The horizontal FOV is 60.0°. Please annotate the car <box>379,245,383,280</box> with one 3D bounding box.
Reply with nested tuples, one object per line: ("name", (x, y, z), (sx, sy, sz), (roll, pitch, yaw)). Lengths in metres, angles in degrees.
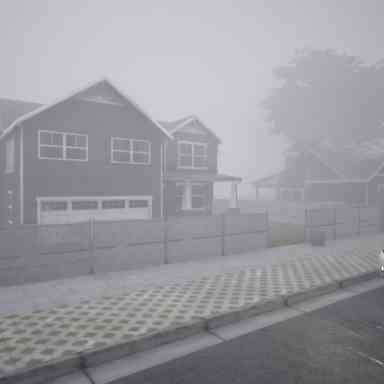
("car", (6.752, 1.218, 7.967), (5.566, 2.045, 2.150), (-1, 0, -35))
